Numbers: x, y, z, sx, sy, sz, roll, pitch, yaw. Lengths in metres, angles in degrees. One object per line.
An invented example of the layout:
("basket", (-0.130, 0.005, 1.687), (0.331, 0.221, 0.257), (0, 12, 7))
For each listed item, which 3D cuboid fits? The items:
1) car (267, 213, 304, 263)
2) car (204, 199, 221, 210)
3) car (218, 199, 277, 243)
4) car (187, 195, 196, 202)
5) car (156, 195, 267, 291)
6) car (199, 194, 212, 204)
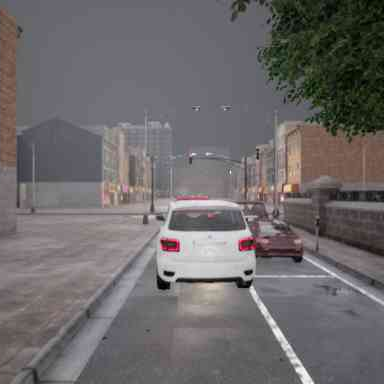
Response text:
("car", (2.635, 1.584, 11.747), (1.802, 1.307, 4.206), (1, 0, 0))
("car", (2.614, 1.591, 43.627), (1.887, 1.381, 4.507), (1, 0, 0))
("car", (2.635, 1.321, 17.196), (2.192, 1.841, 5.009), (1, 0, 0))
("car", (-0.058, 1.528, 83.816), (2.097, 1.767, 4.553), (0, 0, 0))
("car", (0.175, 1.223, 9.228), (2.150, 2.045, 5.566), (0, 0, -4))
("car", (2.600, 1.420, 65.376), (2.192, 1.841, 5.009), (1, 0, 0))
